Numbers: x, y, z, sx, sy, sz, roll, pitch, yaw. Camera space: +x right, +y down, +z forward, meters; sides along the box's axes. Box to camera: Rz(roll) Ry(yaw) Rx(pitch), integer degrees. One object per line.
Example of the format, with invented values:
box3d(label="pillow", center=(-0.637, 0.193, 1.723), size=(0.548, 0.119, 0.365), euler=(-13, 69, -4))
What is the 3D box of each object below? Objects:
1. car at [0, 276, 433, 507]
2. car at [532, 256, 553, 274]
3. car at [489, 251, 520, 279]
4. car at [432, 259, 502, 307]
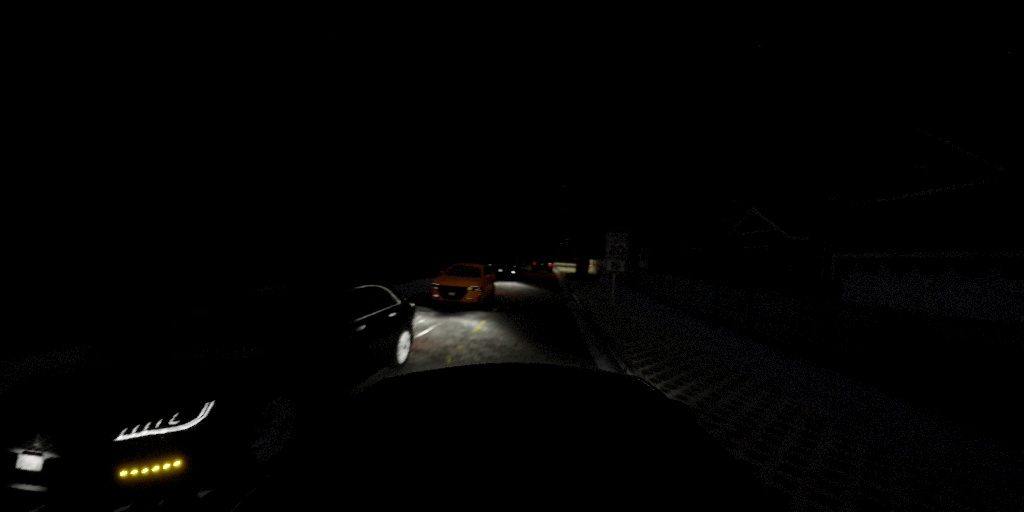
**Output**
box3d(label="car", center=(-2.789, 1.059, 4.668), size=(1.837, 1.490, 4.892), euler=(4, 0, 5))
box3d(label="car", center=(3.252, 0.831, 38.178), size=(2.097, 1.767, 4.553), euler=(4, 1, 6))
box3d(label="car", center=(-0.543, 0.642, 28.535), size=(2.150, 2.045, 5.566), euler=(4, 1, 5))
box3d(label="car", center=(-1.839, 1.033, 14.915), size=(1.882, 1.535, 5.008), euler=(4, 1, 6))
